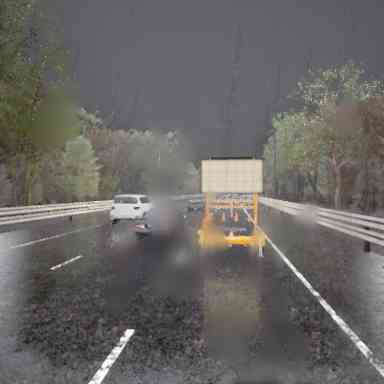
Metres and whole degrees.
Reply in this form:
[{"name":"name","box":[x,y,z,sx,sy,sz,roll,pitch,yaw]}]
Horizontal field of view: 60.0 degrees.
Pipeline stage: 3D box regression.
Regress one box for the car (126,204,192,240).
[{"name":"car","box":[-1.450,1.540,16.848,2.033,1.411,5.357,0,0,6]}]

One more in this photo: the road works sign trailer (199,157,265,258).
[{"name":"road works sign trailer","box":[1.545,0.459,12.924,2.380,3.560,2.880,0,0,7]}]

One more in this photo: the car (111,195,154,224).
[{"name":"car","box":[-4.164,1.215,24.381,2.150,2.045,5.566,0,0,6]}]

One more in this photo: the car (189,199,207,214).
[{"name":"car","box":[0.649,1.468,35.386,2.128,1.511,4.902,0,0,7]}]
